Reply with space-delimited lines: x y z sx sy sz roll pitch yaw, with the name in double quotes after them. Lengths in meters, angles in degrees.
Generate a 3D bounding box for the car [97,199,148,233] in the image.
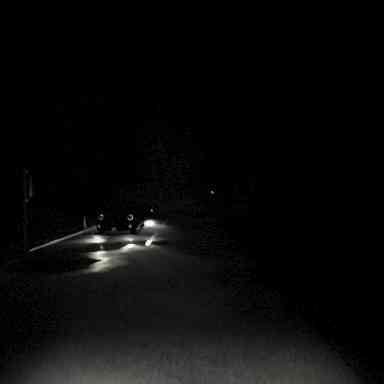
-4.096 1.358 19.714 2.097 1.767 4.553 0 0 0 "car"

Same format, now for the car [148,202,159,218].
-4.075 1.609 29.775 1.895 1.301 4.718 0 0 0 "car"
